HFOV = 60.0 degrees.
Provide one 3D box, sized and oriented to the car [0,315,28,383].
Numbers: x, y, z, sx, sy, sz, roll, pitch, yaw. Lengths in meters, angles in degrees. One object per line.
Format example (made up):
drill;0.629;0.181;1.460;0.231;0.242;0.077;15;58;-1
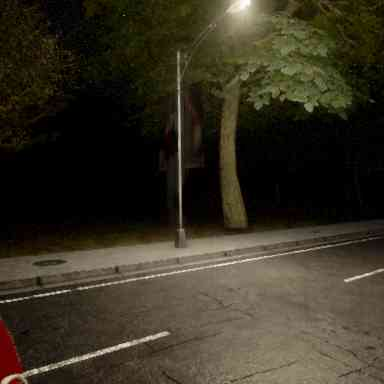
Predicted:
car;-3.154;1.353;1.422;4.553;1.767;2.097;0;0;-36
